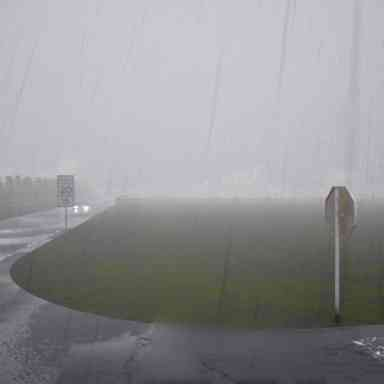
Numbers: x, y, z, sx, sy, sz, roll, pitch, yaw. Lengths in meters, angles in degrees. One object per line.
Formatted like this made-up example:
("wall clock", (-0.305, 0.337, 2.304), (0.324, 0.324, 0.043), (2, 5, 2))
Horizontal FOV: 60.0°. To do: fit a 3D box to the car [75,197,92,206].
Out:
("car", (-16.407, 1.337, 50.373), (1.895, 1.301, 4.718), (0, 0, -9))
